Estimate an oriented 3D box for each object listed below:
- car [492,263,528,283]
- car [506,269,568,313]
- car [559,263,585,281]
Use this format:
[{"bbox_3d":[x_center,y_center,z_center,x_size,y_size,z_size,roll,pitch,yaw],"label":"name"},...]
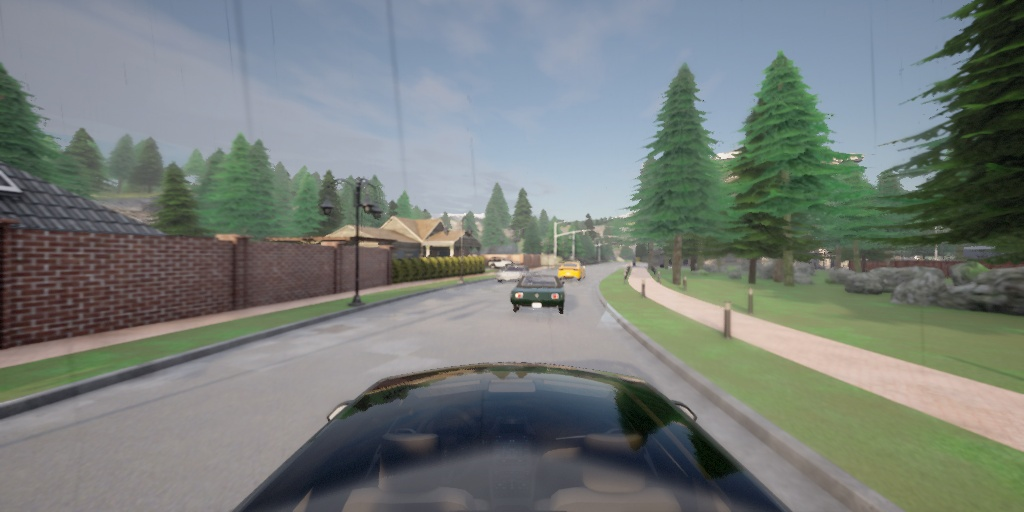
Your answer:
[{"bbox_3d":[0.272,1.413,27.923,1.895,1.301,4.718,0,0,16],"label":"car"},{"bbox_3d":[1.160,1.385,14.289,1.895,1.301,4.718,0,0,8],"label":"car"},{"bbox_3d":[5.335,1.318,31.670,1.882,1.535,5.008,0,0,17],"label":"car"}]
